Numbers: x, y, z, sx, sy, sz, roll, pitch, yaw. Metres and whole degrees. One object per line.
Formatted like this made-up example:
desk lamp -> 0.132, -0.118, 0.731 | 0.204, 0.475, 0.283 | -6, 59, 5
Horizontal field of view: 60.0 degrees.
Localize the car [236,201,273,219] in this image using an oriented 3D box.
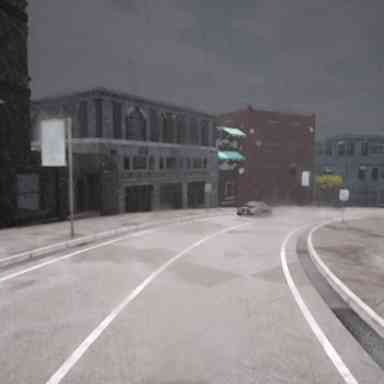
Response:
car -> 5.573, 1.514, 29.302 | 1.994, 1.385, 4.181 | 3, 1, 35
